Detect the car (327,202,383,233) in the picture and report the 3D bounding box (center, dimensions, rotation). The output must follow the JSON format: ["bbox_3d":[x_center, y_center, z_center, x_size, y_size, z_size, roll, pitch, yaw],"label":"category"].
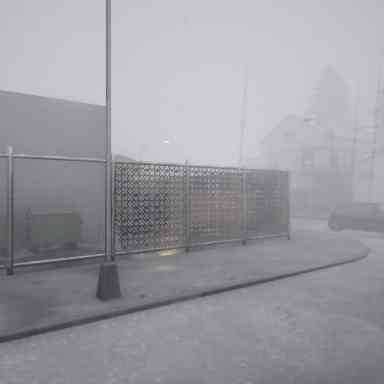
[{"bbox_3d":[9.802,1.352,17.904,2.097,1.767,4.553,0,0,-39],"label":"car"}]
